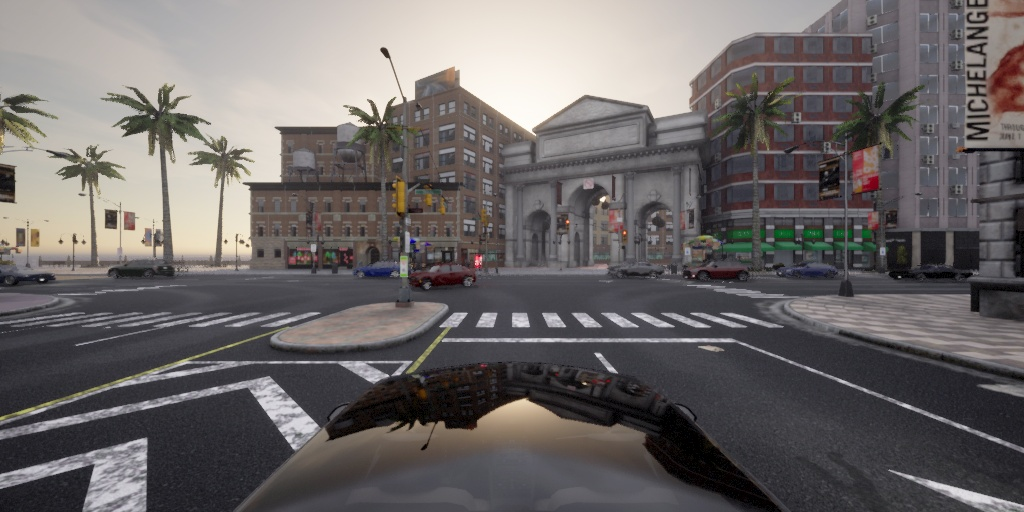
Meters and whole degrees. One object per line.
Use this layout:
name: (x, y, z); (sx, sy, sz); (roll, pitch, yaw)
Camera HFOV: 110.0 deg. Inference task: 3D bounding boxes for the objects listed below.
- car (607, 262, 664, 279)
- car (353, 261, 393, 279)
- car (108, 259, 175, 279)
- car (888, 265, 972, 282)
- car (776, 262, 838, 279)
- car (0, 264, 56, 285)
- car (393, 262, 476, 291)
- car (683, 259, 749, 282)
car: (11.003, 1.242, 32.164); (4.902, 1.511, 2.128); (0, 0, 0)
car: (-11.663, 1.227, 32.337); (5.008, 1.535, 1.882); (0, 0, 0)
car: (-33.549, 1.101, 32.502); (4.553, 1.767, 2.097); (0, 0, 0)
car: (33.013, 1.350, 28.457); (4.718, 1.301, 1.895); (0, 0, 1)
car: (26.307, 1.274, 32.030); (4.674, 1.442, 1.812); (0, 0, 1)
car: (-35.827, 1.297, 25.325); (5.357, 1.411, 2.033); (0, 0, 0)
car: (-4.492, 1.227, 22.390); (1.882, 1.535, 5.008); (-1, -1, 43)
car: (16.172, 1.101, 28.621); (4.553, 1.767, 2.097); (0, 0, 1)
